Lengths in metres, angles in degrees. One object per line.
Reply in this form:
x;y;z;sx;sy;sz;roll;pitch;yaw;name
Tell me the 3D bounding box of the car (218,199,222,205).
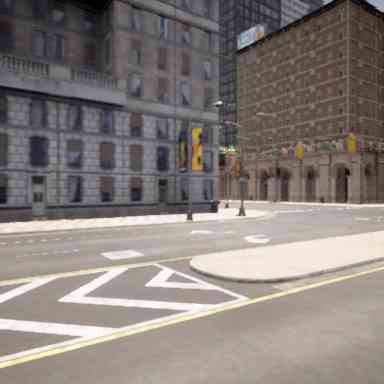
3.032;1.392;56.698;1.837;1.490;4.892;0;0;-34;car
